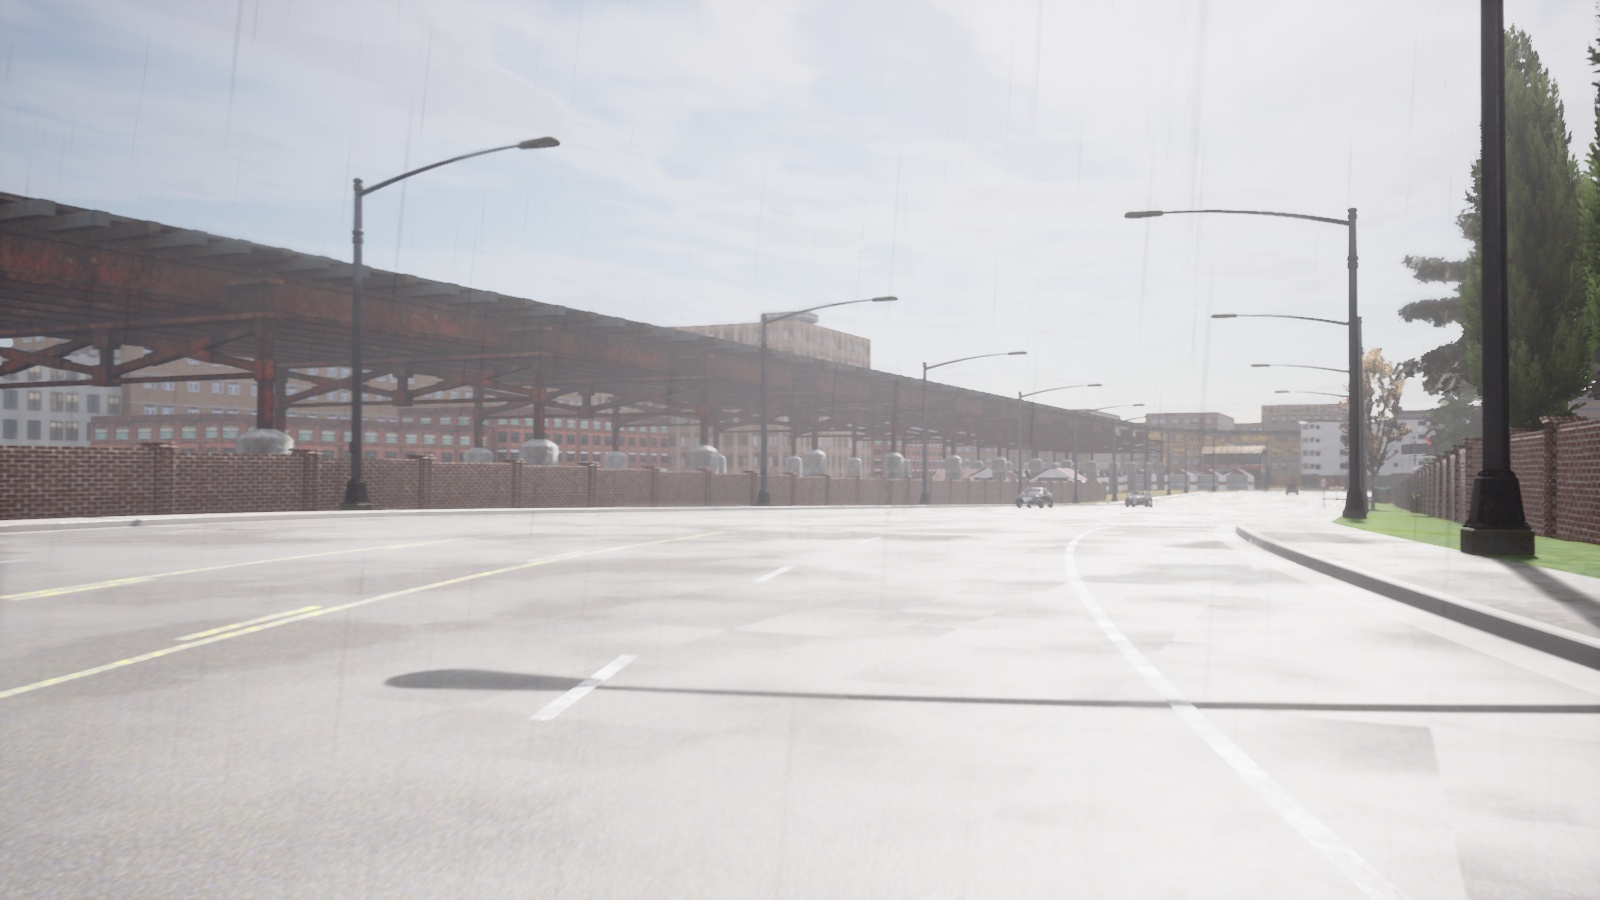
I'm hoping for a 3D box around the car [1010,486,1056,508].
[{"bbox_3d":[16.756,3.405,90.133,2.128,1.511,4.902,0,-2,24],"label":"car"}]
